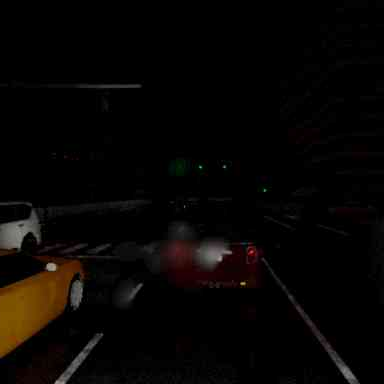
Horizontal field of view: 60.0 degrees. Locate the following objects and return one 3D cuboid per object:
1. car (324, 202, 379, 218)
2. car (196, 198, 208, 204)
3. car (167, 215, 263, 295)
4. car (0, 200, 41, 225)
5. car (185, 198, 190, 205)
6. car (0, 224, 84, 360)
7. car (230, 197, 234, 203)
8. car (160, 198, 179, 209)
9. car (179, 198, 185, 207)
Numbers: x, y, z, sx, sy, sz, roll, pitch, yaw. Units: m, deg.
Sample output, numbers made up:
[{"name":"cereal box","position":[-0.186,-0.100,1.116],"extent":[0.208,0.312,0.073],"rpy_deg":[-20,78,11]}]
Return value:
[{"name":"car","position":[15.817,1.789,33.079],"extent":[5.008,1.535,1.882],"rpy_deg":[0,0,4]},{"name":"car","position":[2.501,2.152,82.712],"extent":[1.994,1.385,4.181],"rpy_deg":[0,0,27]},{"name":"car","position":[0.668,1.419,9.117],"extent":[2.097,1.767,4.553],"rpy_deg":[0,-1,5]},{"name":"car","position":[-6.552,1.285,9.650],"extent":[2.150,2.045,5.566],"rpy_deg":[0,0,4]},{"name":"car","position":[-1.803,2.015,71.466],"extent":[1.837,1.490,4.892],"rpy_deg":[0,0,12]},{"name":"car","position":[-3.206,1.509,4.683],"extent":[1.882,1.535,5.008],"rpy_deg":[0,0,4]},{"name":"car","position":[12.421,2.018,89.960],"extent":[4.553,1.767,2.097],"rpy_deg":[0,-1,-42]},{"name":"car","position":[-3.681,1.727,52.349],"extent":[2.097,1.767,4.553],"rpy_deg":[0,0,4]},{"name":"car","position":[-3.037,1.917,61.254],"extent":[1.882,1.535,5.008],"rpy_deg":[0,0,5]}]
